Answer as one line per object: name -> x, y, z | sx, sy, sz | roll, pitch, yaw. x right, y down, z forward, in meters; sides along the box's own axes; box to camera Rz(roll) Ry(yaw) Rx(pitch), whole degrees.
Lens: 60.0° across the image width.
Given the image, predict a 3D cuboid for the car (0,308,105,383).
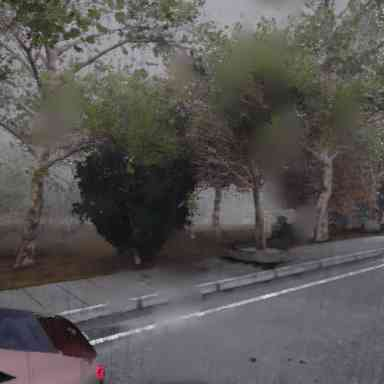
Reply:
car -> -2.678, 1.564, 2.081 | 4.181, 1.385, 1.994 | 0, 0, -35
